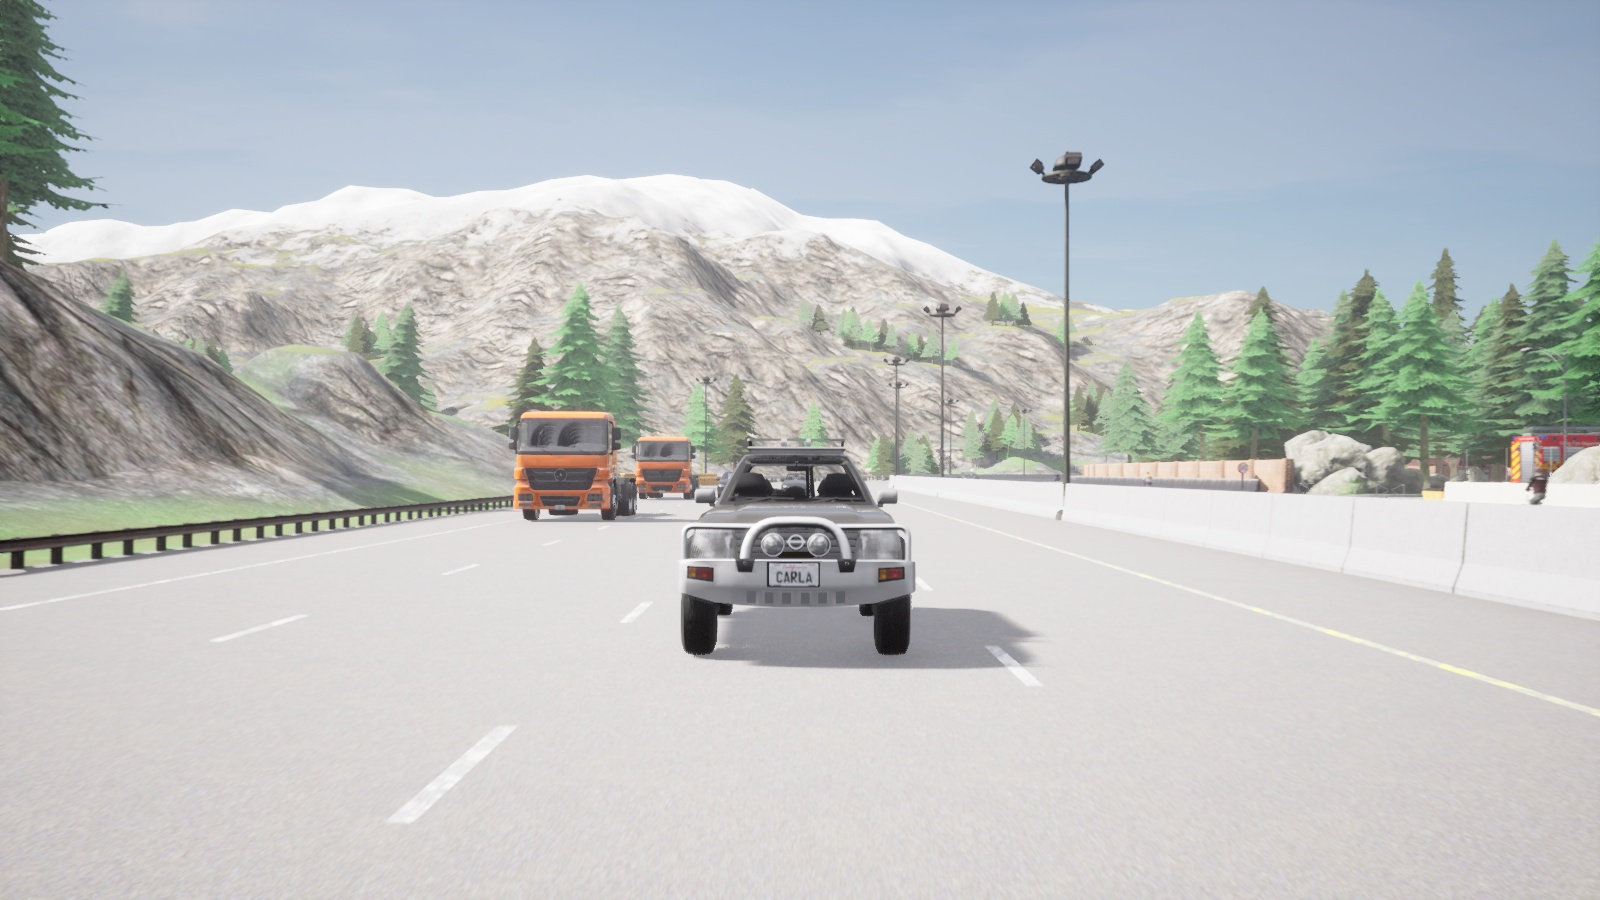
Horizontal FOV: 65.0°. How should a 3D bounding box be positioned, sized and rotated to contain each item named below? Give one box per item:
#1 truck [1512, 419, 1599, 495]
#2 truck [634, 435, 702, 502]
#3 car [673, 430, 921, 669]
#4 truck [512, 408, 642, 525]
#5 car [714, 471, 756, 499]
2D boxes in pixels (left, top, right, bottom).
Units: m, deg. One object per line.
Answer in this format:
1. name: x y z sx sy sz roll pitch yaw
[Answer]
1. truck: 42.105 0.379 65.323 8.468 3.827 2.891 0 -1 0
2. truck: -7.172 1.019 69.175 2.891 3.462 7.936 0 -1 0
3. car: -0.030 0.836 12.102 1.932 1.855 4.605 0 -2 0
4. truck: -7.104 0.550 41.147 2.891 3.462 7.936 0 -1 0
5. car: -3.674 1.984 71.599 2.128 1.511 4.902 0 -1 0
